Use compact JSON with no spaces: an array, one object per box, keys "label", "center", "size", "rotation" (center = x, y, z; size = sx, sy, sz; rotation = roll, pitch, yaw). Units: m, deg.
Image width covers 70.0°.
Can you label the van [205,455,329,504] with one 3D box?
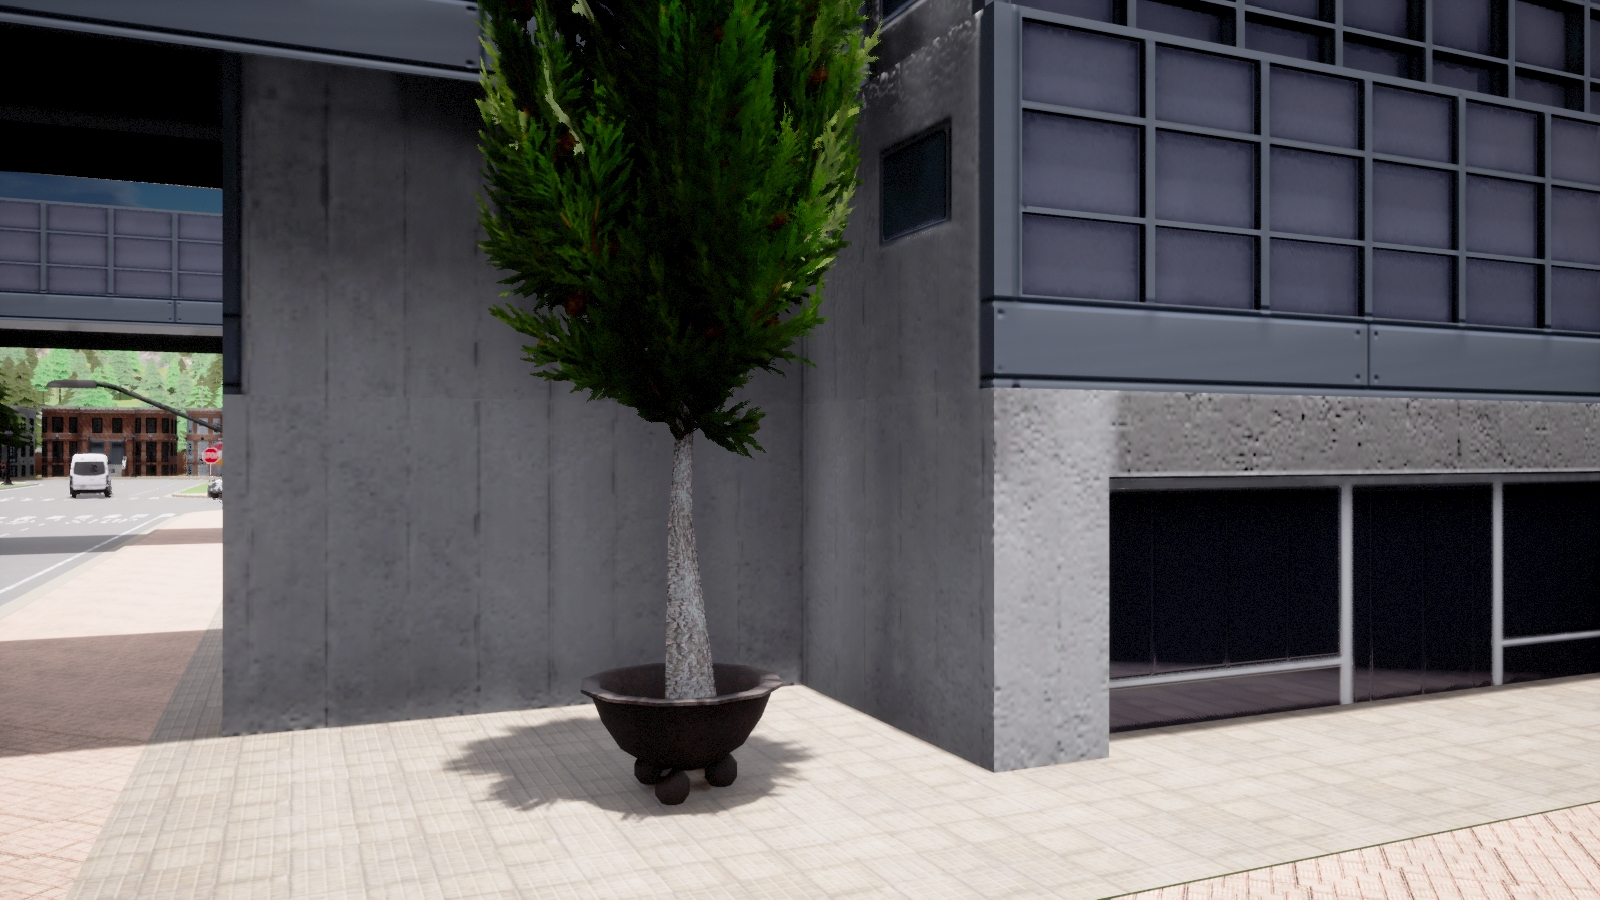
[{"label":"van","center":[-28.533,1.535,61.389],"size":[5.915,2.561,1.988],"rotation":[0,0,-23]}]
